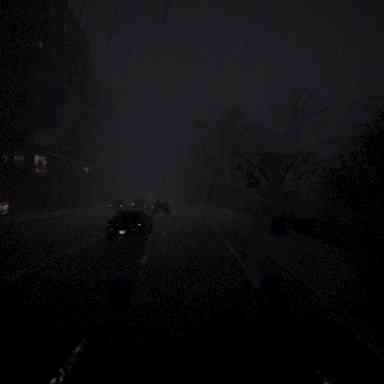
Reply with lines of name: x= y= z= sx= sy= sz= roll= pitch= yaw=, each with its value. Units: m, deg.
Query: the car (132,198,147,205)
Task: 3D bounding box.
car: x=-7.165 y=1.631 z=46.533 sx=2.097 sy=1.767 sz=4.553 roll=0 pitch=0 yaw=-2

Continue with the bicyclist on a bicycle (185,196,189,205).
bicyclist on a bicycle: x=-1.070 y=1.784 z=71.132 sx=0.659 sy=1.776 sz=1.843 roll=0 pitch=0 yaw=-4

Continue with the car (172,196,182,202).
car: x=-3.618 y=1.895 z=90.001 sx=1.837 sy=1.490 sz=4.892 roll=0 pitch=0 yaw=-6

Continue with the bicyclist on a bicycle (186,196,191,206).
bicyclist on a bicycle: x=-0.449 y=1.735 z=62.078 sx=0.659 sy=1.776 sz=1.843 roll=0 pitch=0 yaw=-4

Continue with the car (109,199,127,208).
car: x=-10.446 y=1.789 z=47.246 sx=1.837 sy=1.490 sz=4.892 roll=0 pitch=0 yaw=-2

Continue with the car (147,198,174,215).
car: x=-3.429 y=1.717 z=37.529 sx=2.128 sy=1.511 sz=4.902 roll=0 pitch=0 yaw=-2

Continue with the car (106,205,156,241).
car: x=-3.154 y=1.630 z=17.276 sx=1.812 sy=1.442 sz=4.674 roll=0 pitch=0 yaw=0
